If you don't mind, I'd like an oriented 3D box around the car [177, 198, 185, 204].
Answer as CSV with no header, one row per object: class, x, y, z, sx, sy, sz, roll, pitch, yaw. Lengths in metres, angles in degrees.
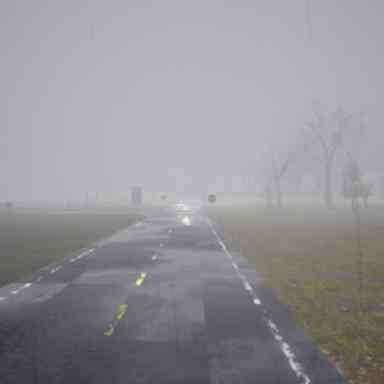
car,-2.745,2.338,82.839,2.128,1.511,4.902,0,-1,0
